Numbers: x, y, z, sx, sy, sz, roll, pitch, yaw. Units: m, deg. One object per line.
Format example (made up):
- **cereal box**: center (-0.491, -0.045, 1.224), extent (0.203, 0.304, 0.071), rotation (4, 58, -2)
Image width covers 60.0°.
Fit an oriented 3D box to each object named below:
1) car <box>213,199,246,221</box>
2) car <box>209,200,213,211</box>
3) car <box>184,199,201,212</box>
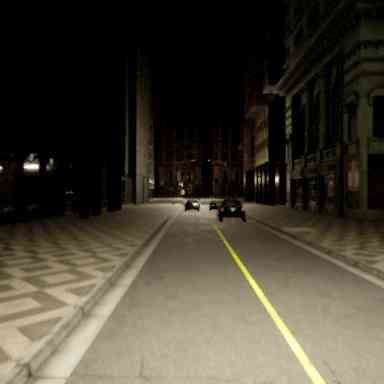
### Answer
- **car**: center (3.087, 1.371, 27.202), extent (2.097, 1.767, 4.553), rotation (0, 0, 0)
- **car**: center (3.068, 1.640, 41.600), extent (1.895, 1.301, 4.718), rotation (0, 0, 1)
- **car**: center (0.040, 1.578, 39.038), extent (2.033, 1.411, 5.357), rotation (0, 0, 0)
